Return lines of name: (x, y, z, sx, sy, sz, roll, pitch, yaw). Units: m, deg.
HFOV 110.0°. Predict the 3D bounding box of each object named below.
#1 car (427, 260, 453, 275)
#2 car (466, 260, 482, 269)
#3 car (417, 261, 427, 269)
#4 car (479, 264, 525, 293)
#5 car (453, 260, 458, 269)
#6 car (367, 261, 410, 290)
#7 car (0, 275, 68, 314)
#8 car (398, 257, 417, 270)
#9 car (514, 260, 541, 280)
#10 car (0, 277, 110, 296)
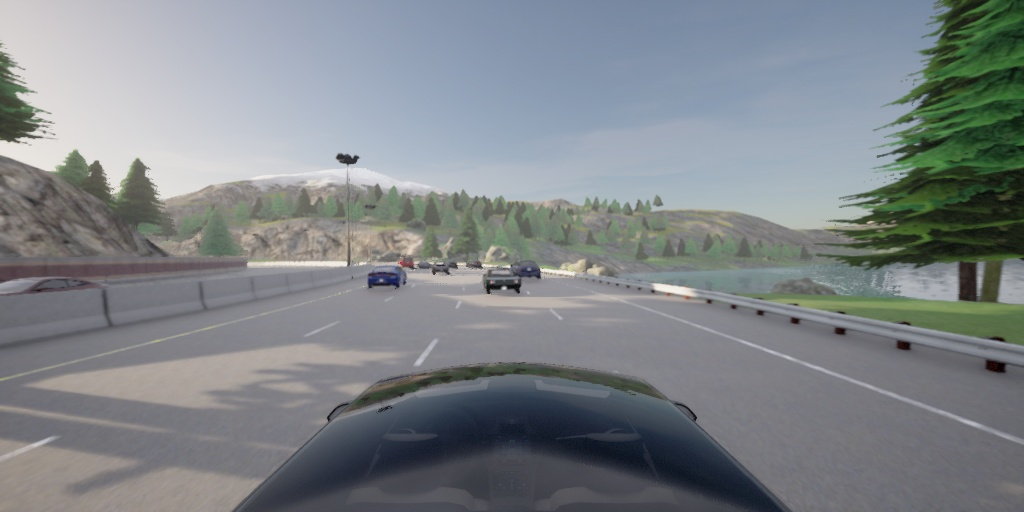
car: (-8.640, 1.375, 42.819, 2.128, 1.511, 4.902, 0, 0, -16)
car: (-6.235, 1.362, 58.473, 1.837, 1.490, 4.892, 1, -1, -21)
car: (-15.649, 1.551, 63.215, 1.994, 1.385, 4.181, -1, 0, -24)
car: (-0.696, 1.368, 20.722, 1.895, 1.301, 4.718, -1, 0, -7)
car: (-10.316, 1.418, 59.404, 1.837, 1.490, 4.892, 1, -1, -22)
car: (-8.352, 1.350, 24.286, 1.882, 1.535, 5.008, 0, 0, -9)
car: (-21.442, 1.615, 13.915, 2.033, 1.411, 5.357, -1, 0, -5)
car: (-17.766, 1.236, 59.865, 2.150, 2.045, 5.566, 0, 0, -24)
car: (0.992, 1.100, 31.268, 2.097, 1.767, 4.553, -1, 0, -11)
car: (-17.915, 1.524, 13.447, 1.812, 1.442, 4.674, -1, 0, -4)
